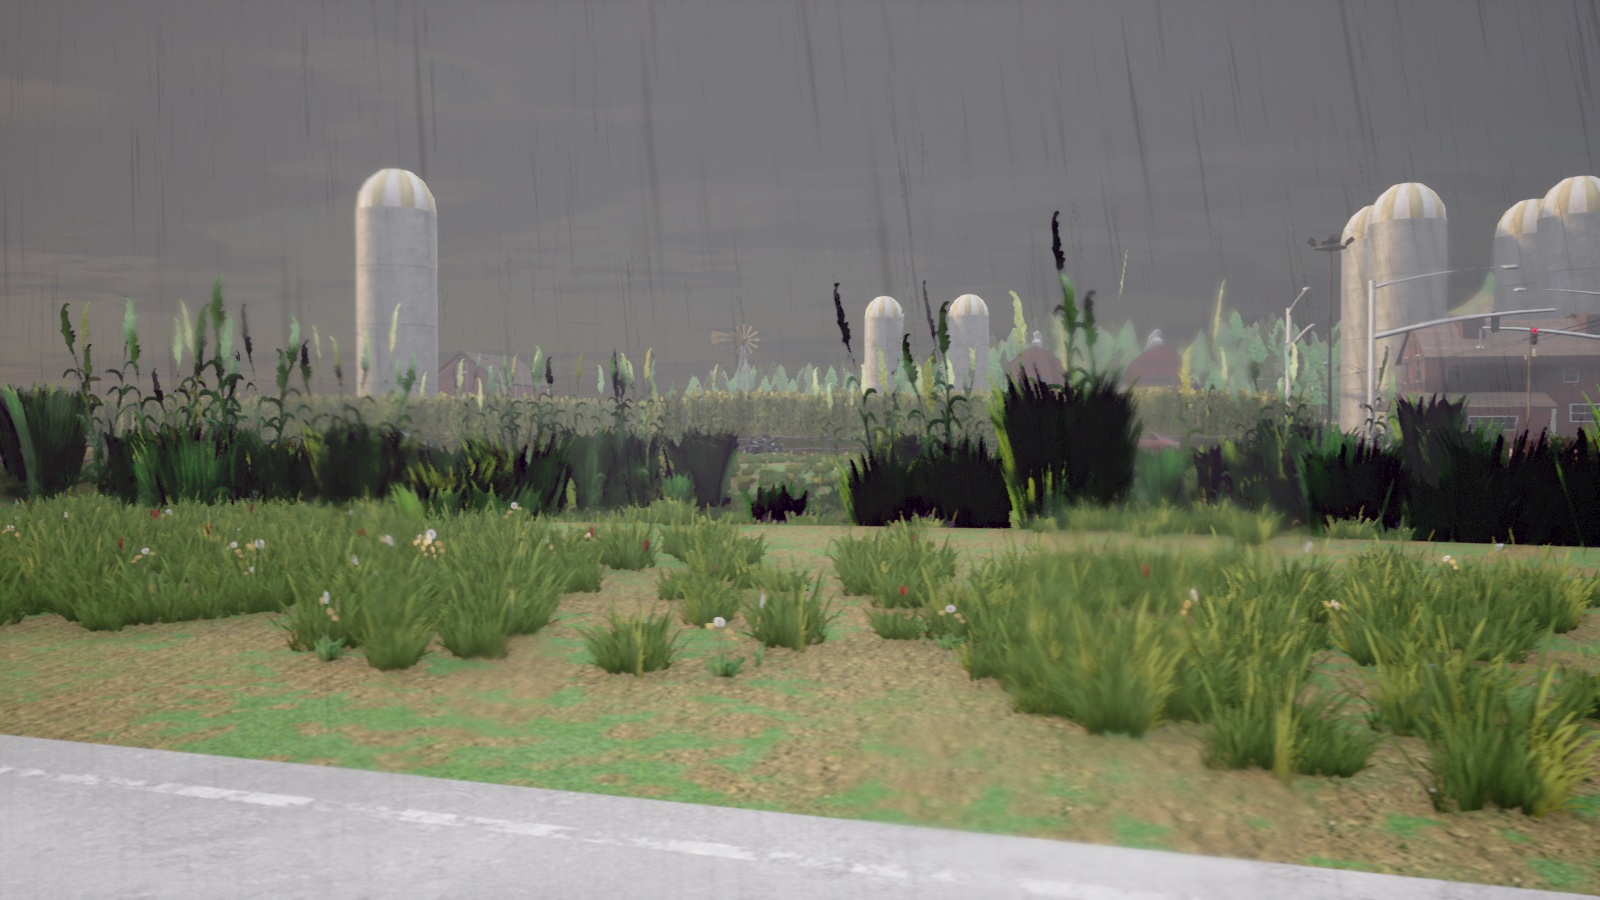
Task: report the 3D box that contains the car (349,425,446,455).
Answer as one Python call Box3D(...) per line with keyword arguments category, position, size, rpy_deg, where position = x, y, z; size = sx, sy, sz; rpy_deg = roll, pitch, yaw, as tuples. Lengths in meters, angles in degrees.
Box3D(category="car", position=(-22.813, -0.561, 71.208), size=(4.856, 1.649, 2.033), rpy_deg=(1, 1, 12))

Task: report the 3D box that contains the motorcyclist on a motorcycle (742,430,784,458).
Box3D(category="motorcyclist on a motorcycle", position=(-2.056, -0.314, 69.802), size=(2.191, 1.530, 0.866), rpy_deg=(1, 1, 12))

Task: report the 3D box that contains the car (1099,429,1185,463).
Box3D(category="car", position=(16.956, -0.221, 62.428), size=(3.988, 1.617, 1.851), rpy_deg=(1, 1, 12))
